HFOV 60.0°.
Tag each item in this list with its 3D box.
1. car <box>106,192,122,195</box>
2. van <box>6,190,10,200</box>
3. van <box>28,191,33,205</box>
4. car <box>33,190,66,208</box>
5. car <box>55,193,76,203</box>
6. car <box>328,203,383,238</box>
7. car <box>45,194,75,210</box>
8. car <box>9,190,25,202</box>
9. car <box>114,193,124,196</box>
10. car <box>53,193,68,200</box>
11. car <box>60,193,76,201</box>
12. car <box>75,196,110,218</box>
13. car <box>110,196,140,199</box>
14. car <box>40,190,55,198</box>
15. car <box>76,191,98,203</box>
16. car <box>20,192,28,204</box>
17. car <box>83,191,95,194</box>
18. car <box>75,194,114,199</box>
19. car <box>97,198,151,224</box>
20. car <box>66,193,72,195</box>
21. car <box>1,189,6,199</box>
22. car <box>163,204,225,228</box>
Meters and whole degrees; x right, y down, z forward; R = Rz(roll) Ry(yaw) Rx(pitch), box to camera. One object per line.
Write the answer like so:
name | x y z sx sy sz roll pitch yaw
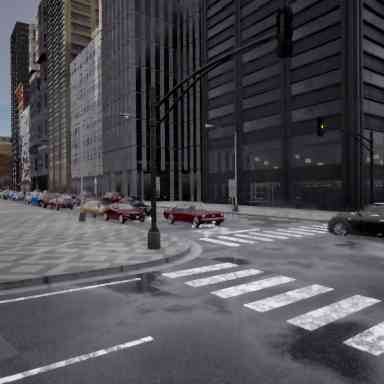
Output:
car | -11.248 0.901 47.251 2.192 1.841 5.009 0 1 -36
van | -34.651 0.747 65.029 1.690 1.788 3.998 0 1 -36
van | -21.454 0.970 46.808 1.690 1.788 3.998 0 1 -36
car | -18.154 0.996 42.253 2.192 1.841 5.009 0 1 -36
car | -21.869 0.971 57.354 2.128 1.511 4.902 -1 1 -36
car | 8.700 1.277 15.321 2.097 1.767 4.553 -1 1 -36
car | -14.855 1.276 37.699 1.887 1.381 4.507 0 1 -36
car | -31.353 0.904 60.475 1.967 1.590 4.097 0 1 -36
car | -7.950 1.202 42.698 1.947 1.339 4.313 0 1 -36
car | -27.746 0.856 70.028 1.887 1.381 4.507 0 1 -36
car | -24.446 0.950 65.474 1.802 1.307 4.206 0 1 -36
car | -8.157 1.354 28.451 1.752 1.417 4.829 0 1 -36
car | -5.221 1.372 29.095 1.994 1.385 4.181 -1 1 -36
car | -34.343 0.511 79.136 2.192 1.841 5.009 0 1 -36
car | -17.847 0.795 56.361 2.192 1.841 5.009 0 1 -36
car | -24.754 1.126 51.365 2.008 1.369 4.403 0 1 -36
car | -15.867 1.068 49.152 2.128 1.511 4.902 -1 1 -35
car | -10.712 1.277 36.680 2.033 1.411 5.357 -1 1 -36
car | -4.957 1.417 24.033 1.887 1.381 4.507 0 1 -36
car | -16.490 1.167 44.700 1.812 1.442 4.674 -1 1 -35
car | -37.951 0.664 69.583 2.192 1.841 5.009 0 1 -36
car | 0.054 1.481 21.767 1.895 1.301 4.718 -1 1 -35
